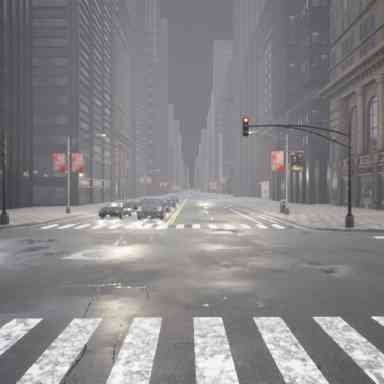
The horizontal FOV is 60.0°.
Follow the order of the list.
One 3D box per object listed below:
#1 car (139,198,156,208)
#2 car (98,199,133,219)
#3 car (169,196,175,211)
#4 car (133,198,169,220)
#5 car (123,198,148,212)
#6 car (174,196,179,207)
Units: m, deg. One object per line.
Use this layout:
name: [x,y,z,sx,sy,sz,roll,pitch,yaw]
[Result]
car: [-6.588,1.563,49.551,1.895,1.301,4.718,0,0,0]
car: [-6.564,1.531,29.366,2.033,1.411,5.357,0,0,4]
car: [-3.338,1.523,37.584,2.033,1.411,5.357,0,0,0]
car: [-3.340,1.336,28.109,2.097,1.767,4.553,0,0,0]
car: [-6.586,1.521,39.465,2.033,1.411,5.357,0,0,0]
car: [-3.341,1.529,47.482,1.994,1.385,4.181,0,0,0]
